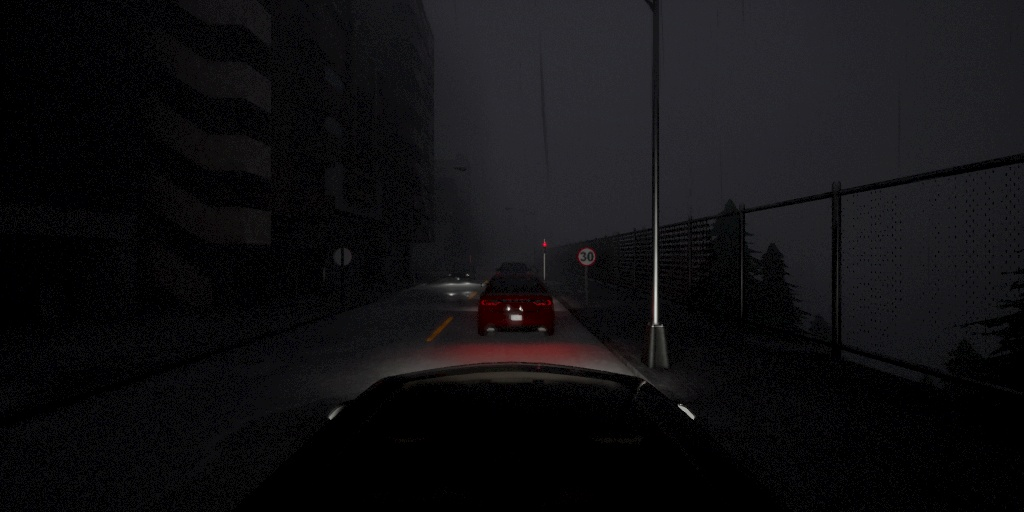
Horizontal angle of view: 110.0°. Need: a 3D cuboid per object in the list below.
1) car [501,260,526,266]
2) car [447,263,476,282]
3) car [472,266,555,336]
[{"bbox_3d":[0.090,1.102,20.851,2.097,1.767,4.553,0,0,0],"label":"car"},{"bbox_3d":[-4.016,1.318,29.462,2.033,1.411,5.357,0,0,0],"label":"car"},{"bbox_3d":[0.094,1.228,10.482,1.882,1.535,5.008,0,0,0],"label":"car"}]
